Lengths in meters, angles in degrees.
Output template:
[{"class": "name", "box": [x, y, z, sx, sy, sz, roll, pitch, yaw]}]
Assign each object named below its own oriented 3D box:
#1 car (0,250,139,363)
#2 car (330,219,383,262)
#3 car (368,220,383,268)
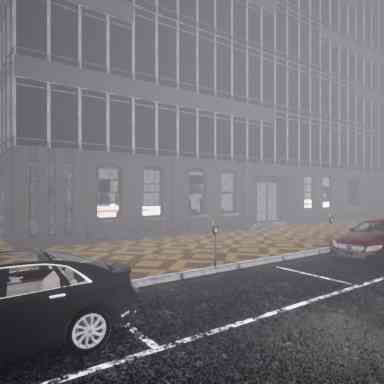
[{"class": "car", "box": [-2.891, 1.551, 4.497, 4.403, 1.369, 2.008, 0, 0, -36]}, {"class": "car", "box": [6.367, 1.582, 11.121, 4.206, 1.307, 1.802, 0, 0, -36]}, {"class": "car", "box": [6.695, 1.491, 8.171, 4.902, 1.511, 2.128, 0, 0, -36]}]
